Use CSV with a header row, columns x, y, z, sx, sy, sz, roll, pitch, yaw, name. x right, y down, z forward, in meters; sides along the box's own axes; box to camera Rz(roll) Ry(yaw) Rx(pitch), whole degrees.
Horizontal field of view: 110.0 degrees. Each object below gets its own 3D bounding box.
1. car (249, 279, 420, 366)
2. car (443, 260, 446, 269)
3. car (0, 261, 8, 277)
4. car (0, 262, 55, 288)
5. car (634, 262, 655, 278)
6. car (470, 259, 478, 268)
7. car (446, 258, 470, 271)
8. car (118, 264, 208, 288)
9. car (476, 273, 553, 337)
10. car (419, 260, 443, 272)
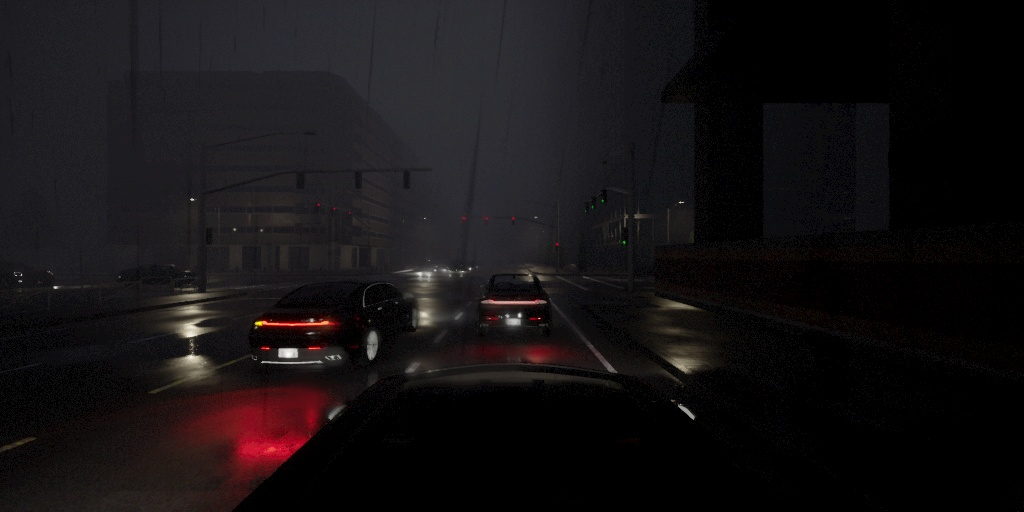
x,y,z,sx,sy,sz,roll,pitch,yaw,name
-3.451,1.255,7.977,1.837,1.490,4.892,0,0,0,car
-10.949,1.351,56.911,1.895,1.301,4.718,0,0,1,car
-52.215,1.283,34.406,5.008,1.535,1.882,0,0,0,car
-33.390,1.158,23.673,4.553,1.767,2.097,0,0,0,car
13.949,1.297,34.287,4.902,1.511,2.128,0,0,0,car
-7.405,1.314,60.354,1.994,1.385,4.181,0,0,1,car
-7.486,1.228,50.337,1.882,1.535,5.008,0,0,0,car
-22.894,1.298,23.653,4.902,1.511,2.128,0,0,0,car
0.059,1.242,10.297,2.128,1.511,4.902,0,0,0,car
-10.980,1.241,47.566,2.128,1.511,4.902,0,0,0,car
